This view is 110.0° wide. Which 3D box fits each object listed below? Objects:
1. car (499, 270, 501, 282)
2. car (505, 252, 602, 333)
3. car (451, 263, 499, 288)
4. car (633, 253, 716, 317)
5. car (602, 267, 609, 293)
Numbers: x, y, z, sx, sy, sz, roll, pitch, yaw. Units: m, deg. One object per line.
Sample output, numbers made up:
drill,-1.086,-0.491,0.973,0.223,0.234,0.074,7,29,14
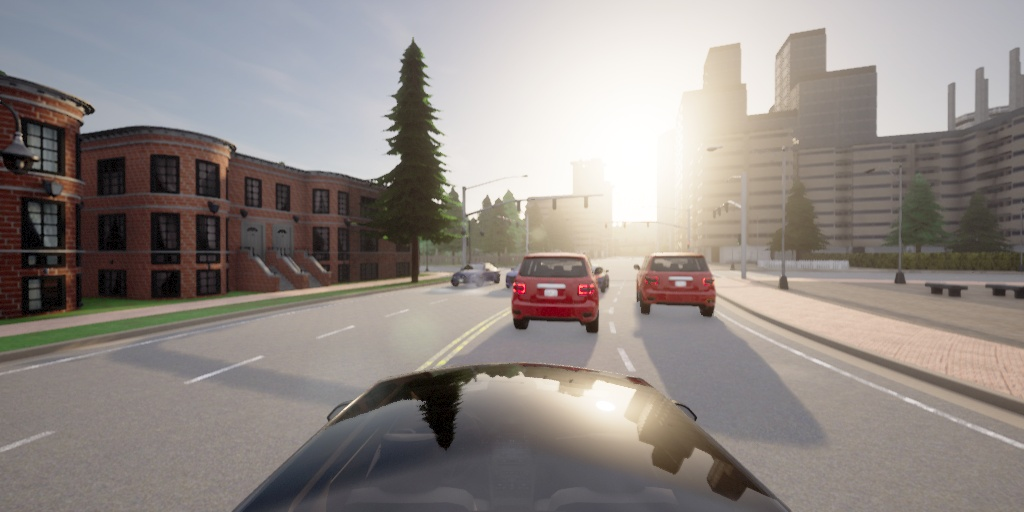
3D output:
car,1.135,1.114,21.864,1.882,1.535,5.008,0,0,19
car,1.492,0.915,10.801,2.150,2.045,5.566,0,0,13
car,-2.178,1.153,22.994,1.812,1.442,4.674,0,0,19
car,5.763,0.899,13.148,2.150,2.045,5.566,0,0,17
car,4.361,1.162,19.998,1.812,1.442,4.674,0,0,19
